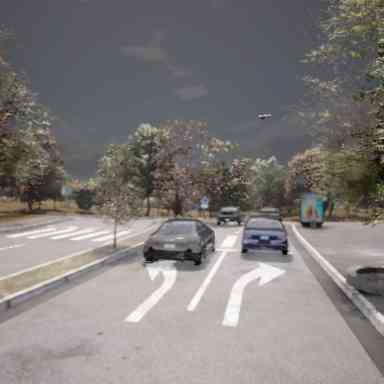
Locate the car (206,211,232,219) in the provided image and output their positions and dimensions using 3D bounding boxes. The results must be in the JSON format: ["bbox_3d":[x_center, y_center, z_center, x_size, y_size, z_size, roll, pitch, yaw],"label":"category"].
[{"bbox_3d":[5.769,4.921,70.490,5.008,1.535,1.882,0,-4,26],"label":"car"}]

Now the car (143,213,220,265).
[{"bbox_3d":[-0.302,1.665,12.284,1.994,1.385,4.181,1,0,11],"label":"car"}]

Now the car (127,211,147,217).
[{"bbox_3d":[-11.550,4.588,70.202,4.181,1.385,1.994,4,-5,-32],"label":"car"}]

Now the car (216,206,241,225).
[{"bbox_3d":[3.238,1.926,27.110,1.837,1.490,4.892,0,-3,15],"label":"car"}]

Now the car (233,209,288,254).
[{"bbox_3d":[3.108,1.711,14.399,2.033,1.411,5.357,1,0,12],"label":"car"}]

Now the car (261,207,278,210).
[{"bbox_3d":[6.688,2.059,28.659,2.128,1.511,4.902,0,-3,15],"label":"car"}]
